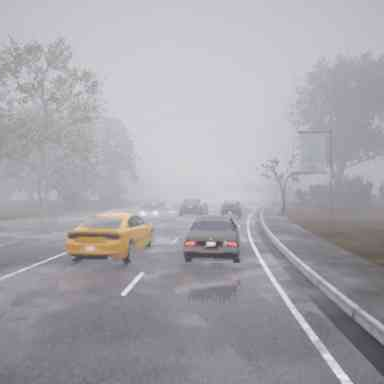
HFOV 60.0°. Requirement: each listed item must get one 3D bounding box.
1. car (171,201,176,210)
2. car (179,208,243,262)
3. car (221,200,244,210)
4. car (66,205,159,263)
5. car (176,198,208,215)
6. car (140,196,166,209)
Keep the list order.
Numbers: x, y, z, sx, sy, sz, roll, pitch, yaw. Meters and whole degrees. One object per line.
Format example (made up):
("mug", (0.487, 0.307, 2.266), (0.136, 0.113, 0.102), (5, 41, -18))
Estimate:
("car", (-1.234, 1.527, 41.803), (1.812, 1.442, 4.674), (0, 0, 14))
("car", (0.797, 1.556, 12.158), (2.033, 1.411, 5.357), (0, 0, 6))
("car", (3.782, 1.530, 31.271), (1.837, 1.490, 4.892), (0, 0, 12))
("car", (-2.704, 1.477, 12.056), (1.882, 1.535, 5.008), (0, 0, 5))
("car", (0.245, 1.365, 31.416), (2.097, 1.767, 4.553), (0, 0, 11))
("car", (-4.833, 1.343, 41.781), (2.097, 1.767, 4.553), (0, 0, 14))
